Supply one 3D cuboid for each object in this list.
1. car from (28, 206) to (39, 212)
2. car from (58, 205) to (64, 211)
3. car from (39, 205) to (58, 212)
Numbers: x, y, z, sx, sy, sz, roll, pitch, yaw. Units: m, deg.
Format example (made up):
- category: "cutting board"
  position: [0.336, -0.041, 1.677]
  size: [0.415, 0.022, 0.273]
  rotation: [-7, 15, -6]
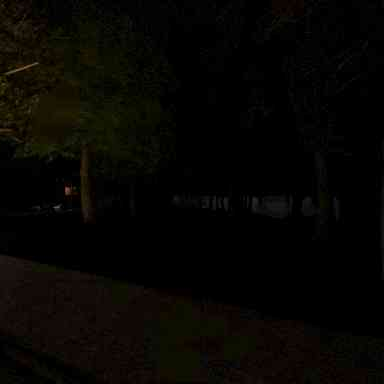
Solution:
- category: "car"
  position: [-36.762, 3.987, 77.948]
  size: [2.033, 1.411, 5.357]
  rotation: [0, -2, -9]
- category: "car"
  position: [-35.052, 4.224, 87.477]
  size: [2.128, 1.511, 4.902]
  rotation: [0, -2, -9]
- category: "car"
  position: [-33.342, 3.873, 77.193]
  size: [1.837, 1.490, 4.892]
  rotation: [0, -2, -9]
